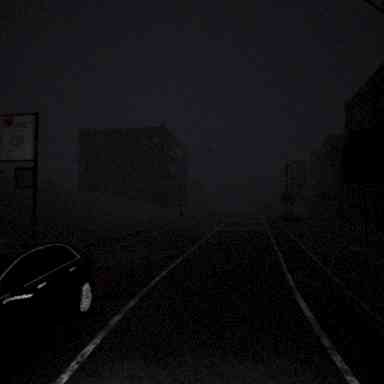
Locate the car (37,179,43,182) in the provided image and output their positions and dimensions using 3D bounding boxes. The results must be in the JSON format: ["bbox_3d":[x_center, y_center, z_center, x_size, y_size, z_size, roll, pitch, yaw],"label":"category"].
[{"bbox_3d":[-25.008,-1.697,50.407,2.002,1.452,4.674,0,-3,-3],"label":"car"}]

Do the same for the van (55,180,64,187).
[{"bbox_3d":[-25.855,-1.235,61.583,1.878,1.987,4.442,1,-4,-5],"label":"van"}]

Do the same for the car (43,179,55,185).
[{"bbox_3d":[-25.386,-1.349,55.926,2.002,1.452,4.674,1,-4,-4],"label":"car"}]

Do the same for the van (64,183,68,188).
[{"bbox_3d":[-26.455,-0.844,67.075,1.878,1.987,4.442,1,-4,-6],"label":"van"}]

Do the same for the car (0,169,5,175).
[{"bbox_3d":[-24.568,-2.620,39.404,2.435,2.045,5.566,0,-3,0],"label":"car"}]

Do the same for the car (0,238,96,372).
[{"bbox_3d":[-2.991,1.536,4.858,1.837,1.490,4.892,0,-1,5],"label":"car"}]
